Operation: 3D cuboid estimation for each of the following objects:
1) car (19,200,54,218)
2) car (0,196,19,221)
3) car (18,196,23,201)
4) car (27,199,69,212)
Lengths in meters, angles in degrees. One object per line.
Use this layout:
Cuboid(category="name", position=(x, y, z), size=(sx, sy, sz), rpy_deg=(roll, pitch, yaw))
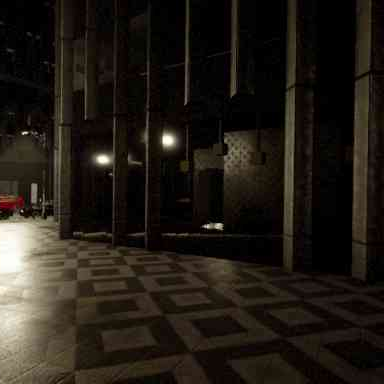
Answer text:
Cuboid(category="car", position=(-13.894, 1.742, 31.243), size=(1.947, 1.339, 4.313), rpy_deg=(1, 0, 35))
Cuboid(category="car", position=(-17.147, 1.463, 26.632), size=(2.192, 1.841, 5.009), rpy_deg=(1, 0, 35))
Cuboid(category="car", position=(-20.848, 1.353, 36.167), size=(2.192, 1.841, 5.009), rpy_deg=(1, 0, 35))
Cuboid(category="car", position=(-17.595, 1.634, 40.777), size=(1.947, 1.339, 4.313), rpy_deg=(1, 0, 35))
